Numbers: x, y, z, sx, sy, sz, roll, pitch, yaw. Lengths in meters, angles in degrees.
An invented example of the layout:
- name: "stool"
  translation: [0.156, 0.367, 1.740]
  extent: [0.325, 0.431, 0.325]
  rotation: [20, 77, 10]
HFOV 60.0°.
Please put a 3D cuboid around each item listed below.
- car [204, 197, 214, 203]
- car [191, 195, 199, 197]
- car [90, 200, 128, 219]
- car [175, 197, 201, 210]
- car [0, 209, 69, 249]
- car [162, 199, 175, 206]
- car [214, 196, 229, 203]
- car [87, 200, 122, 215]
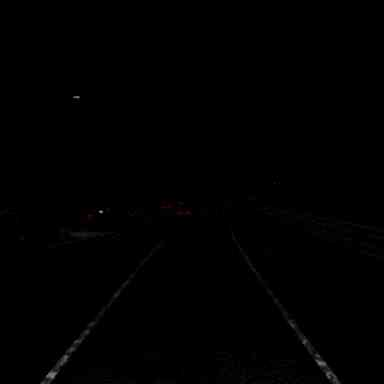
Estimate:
- name: "car"
  translation: [4.311, 2.099, 87.893]
  extent: [1.882, 1.535, 5.008]
  rotation: [0, 0, 12]
- name: "car"
  translation: [0.906, 1.832, 88.704]
  extent: [2.150, 2.045, 5.566]
  rotation: [0, 0, 12]
- name: "car"
  translation: [-7.573, 1.724, 31.139]
  extent: [1.994, 1.385, 4.181]
  rotation: [0, 0, 12]
- name: "car"
  translation: [-0.459, 1.820, 48.048]
  extent: [2.128, 1.511, 4.902]
  rotation: [0, 0, 12]
- name: "car"
  translation: [-7.423, 1.529, 14.782]
  extent: [1.837, 1.490, 4.892]
  rotation: [0, -1, 12]
- name: "car"
  translation: [-4.231, 2.011, 64.162]
  extent: [1.895, 1.301, 4.718]
  rotation: [1, 0, 12]
- name: "car"
  translation: [7.743, 2.115, 87.210]
  extent: [1.882, 1.535, 5.008]
  rotation: [0, 0, 12]
- name: "car"
  translation: [-9.767, 1.703, 37.731]
  extent: [1.837, 1.490, 4.892]
  rotation: [0, 0, 12]
